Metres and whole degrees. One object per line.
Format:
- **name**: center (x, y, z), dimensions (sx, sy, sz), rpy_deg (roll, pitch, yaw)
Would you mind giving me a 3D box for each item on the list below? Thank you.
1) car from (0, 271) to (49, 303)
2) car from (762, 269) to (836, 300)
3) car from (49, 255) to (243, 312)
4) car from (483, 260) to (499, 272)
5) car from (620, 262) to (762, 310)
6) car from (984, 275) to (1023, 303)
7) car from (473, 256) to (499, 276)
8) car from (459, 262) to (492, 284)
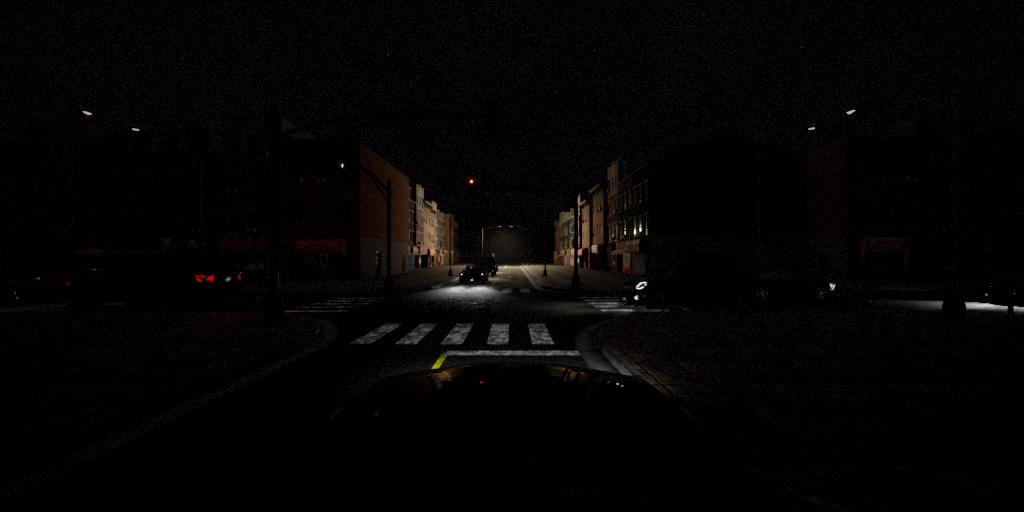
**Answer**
- **car**: center (-20.193, 1.239, 16.406), dimensions (4.097, 1.591, 1.967), rpy_deg (0, 0, 0)
- **car**: center (12.285, 1.267, 16.503), dimensions (4.403, 1.370, 2.007), rpy_deg (0, 0, 0)
- **car**: center (-13.672, 1.000, 13.890), dimensions (5.566, 2.045, 2.150), rpy_deg (0, 0, 0)
- **car**: center (-2.762, 1.284, 47.327), dimensions (1.837, 1.490, 4.892), rpy_deg (0, 0, 0)
- **car**: center (6.628, 1.080, 13.951), dimensions (4.553, 1.767, 2.097), rpy_deg (0, 0, 0)
- **car**: center (21.443, 1.259, 13.988), dimensions (4.181, 1.385, 1.994), rpy_deg (0, 0, 0)
- **car**: center (-2.790, 0.993, 37.178), dimensions (2.150, 2.045, 5.566), rpy_deg (0, 0, 0)
- **car**: center (-2.805, 1.365, 27.313), dimensions (1.895, 1.301, 4.718), rpy_deg (0, 0, 0)
